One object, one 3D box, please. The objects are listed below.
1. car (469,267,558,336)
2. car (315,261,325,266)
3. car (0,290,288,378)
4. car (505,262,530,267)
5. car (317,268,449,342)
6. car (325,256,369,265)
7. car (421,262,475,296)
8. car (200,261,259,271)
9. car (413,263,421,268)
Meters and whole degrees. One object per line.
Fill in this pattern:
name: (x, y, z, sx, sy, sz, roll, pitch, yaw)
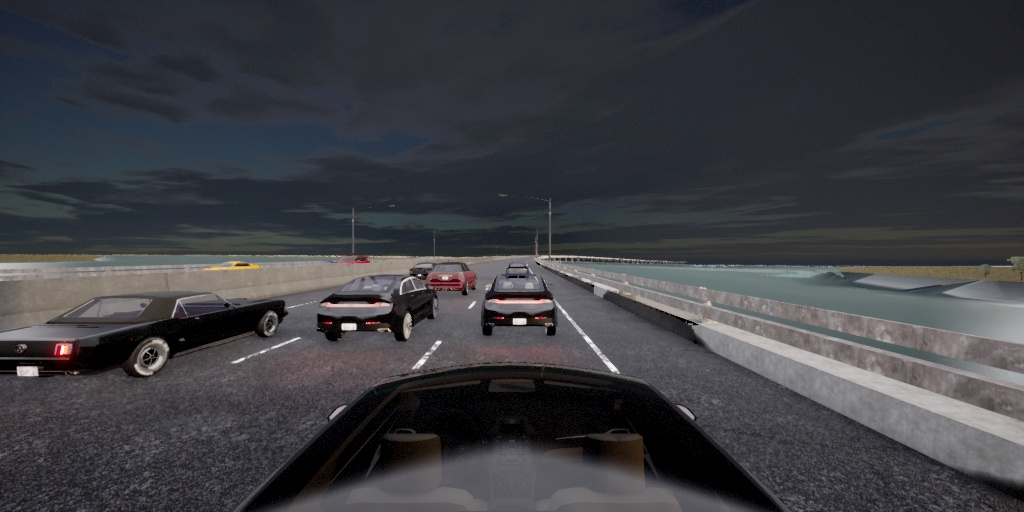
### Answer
car: (0.186, 1.242, 10.392, 2.128, 1.511, 4.902, 0, 0, 0)
car: (-20.536, 1.299, 40.107, 2.033, 1.411, 5.357, 0, 0, 1)
car: (-6.852, 1.352, 7.312, 1.895, 1.301, 4.718, 0, 0, 1)
car: (0.463, 1.241, 30.040, 2.128, 1.511, 4.902, 0, 0, 1)
car: (-3.324, 1.242, 9.793, 2.128, 1.511, 4.902, 0, 0, 1)
car: (-17.076, 0.972, 38.161, 2.150, 2.045, 5.566, 0, 0, 1)
car: (-3.204, 1.103, 19.679, 2.097, 1.767, 4.553, 0, 0, 2)
car: (-24.218, 1.231, 30.943, 1.882, 1.535, 5.008, 0, 0, 1)
car: (-6.567, 1.229, 28.136, 1.882, 1.535, 5.008, 0, 0, 1)
